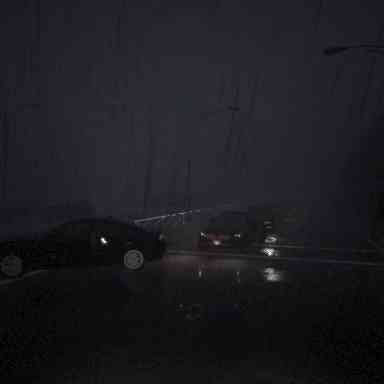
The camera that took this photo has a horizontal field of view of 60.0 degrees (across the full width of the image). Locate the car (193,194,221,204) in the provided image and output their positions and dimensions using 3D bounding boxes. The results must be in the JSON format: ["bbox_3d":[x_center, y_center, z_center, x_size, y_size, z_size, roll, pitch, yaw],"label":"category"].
[{"bbox_3d":[1.760,1.126,56.753,5.027,1.636,2.152,0,0,19],"label":"car"}]

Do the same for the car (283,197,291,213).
[{"bbox_3d":[7.803,1.487,30.475,1.837,1.490,4.892,0,0,19],"label":"car"}]

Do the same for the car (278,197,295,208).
[{"bbox_3d":[13.624,1.469,47.636,2.128,1.511,4.902,0,0,19],"label":"car"}]

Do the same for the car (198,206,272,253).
[{"bbox_3d":[1.841,1.514,13.866,1.812,1.442,4.674,0,0,25],"label":"car"}]

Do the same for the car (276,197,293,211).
[{"bbox_3d":[11.734,1.484,42.063,1.837,1.490,4.892,0,0,19],"label":"car"}]

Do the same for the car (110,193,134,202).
[{"bbox_3d":[-13.694,1.046,65.309,4.605,1.855,1.932,0,0,19],"label":"car"}]

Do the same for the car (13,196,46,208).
[{"bbox_3d":[-21.619,1.274,44.291,3.633,1.501,1.845,0,0,19],"label":"car"}]

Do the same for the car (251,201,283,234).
[{"bbox_3d":[3.997,1.490,19.271,1.837,1.490,4.892,0,0,19],"label":"car"}]

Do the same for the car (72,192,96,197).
[{"bbox_3d":[-18.369,1.249,53.741,4.514,1.523,2.007,0,0,19],"label":"car"}]

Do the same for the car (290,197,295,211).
[{"bbox_3d":[9.852,1.544,36.510,1.994,1.385,4.181,0,0,19],"label":"car"}]

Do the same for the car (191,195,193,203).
[{"bbox_3d":[-2.349,1.053,44.636,3.866,1.878,1.905,0,0,19],"label":"car"}]

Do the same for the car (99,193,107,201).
[{"bbox_3d":[-20.090,1.015,70.948,3.866,1.878,1.905,0,0,19],"label":"car"}]

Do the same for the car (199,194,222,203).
[{"bbox_3d":[3.515,1.203,62.934,3.806,1.475,1.970,0,0,19],"label":"car"}]

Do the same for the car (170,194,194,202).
[{"bbox_3d":[-1.984,1.258,68.667,4.514,1.523,2.007,0,0,19],"label":"car"}]

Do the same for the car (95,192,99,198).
[{"bbox_3d":[-21.737,1.299,67.996,3.806,1.475,1.970,0,0,19],"label":"car"}]

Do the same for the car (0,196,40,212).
[{"bbox_3d":[-15.061,1.356,29.403,3.806,1.475,1.970,0,0,19],"label":"car"}]

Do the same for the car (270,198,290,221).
[{"bbox_3d":[5.916,1.475,24.914,2.128,1.511,4.902,0,0,19],"label":"car"}]

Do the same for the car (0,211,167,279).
[{"bbox_3d":[-3.264,1.475,9.850,5.008,1.535,1.882,0,0,-15],"label":"car"}]

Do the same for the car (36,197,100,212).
[{"bbox_3d":[-8.991,1.356,24.197,3.633,1.501,1.845,0,0,19],"label":"car"}]

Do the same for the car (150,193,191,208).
[{"bbox_3d":[-2.892,1.075,41.752,4.605,1.855,1.932,0,0,19],"label":"car"}]
